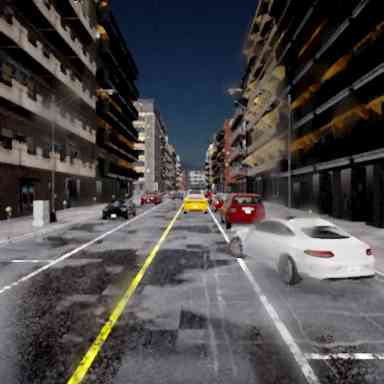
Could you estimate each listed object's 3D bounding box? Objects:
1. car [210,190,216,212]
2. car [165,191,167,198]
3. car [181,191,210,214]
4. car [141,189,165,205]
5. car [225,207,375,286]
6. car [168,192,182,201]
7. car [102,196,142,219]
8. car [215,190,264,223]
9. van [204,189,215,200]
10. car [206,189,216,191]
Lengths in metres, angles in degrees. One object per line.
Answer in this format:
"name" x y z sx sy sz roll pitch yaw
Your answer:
"car" 2.790 0.922 29.349 1.967 1.590 4.097 1 1 0
"car" -4.921 0.759 46.062 1.887 1.381 4.507 1 1 0
"car" 0.320 0.970 28.725 1.882 1.535 5.008 0 1 1
"car" -4.961 0.617 40.527 2.192 1.841 5.009 1 1 0
"car" 2.656 1.361 8.945 1.812 1.442 4.674 0 1 -15
"car" -2.326 0.639 53.924 2.033 1.411 5.357 0 1 1
"car" -5.103 1.142 23.945 1.947 1.339 4.313 1 1 0
"car" 2.703 0.985 18.285 2.192 1.841 5.009 1 1 0
"van" 3.019 0.385 57.000 1.690 1.788 3.998 1 1 0
"car" 2.975 0.442 51.469 2.192 1.841 5.009 1 1 0
